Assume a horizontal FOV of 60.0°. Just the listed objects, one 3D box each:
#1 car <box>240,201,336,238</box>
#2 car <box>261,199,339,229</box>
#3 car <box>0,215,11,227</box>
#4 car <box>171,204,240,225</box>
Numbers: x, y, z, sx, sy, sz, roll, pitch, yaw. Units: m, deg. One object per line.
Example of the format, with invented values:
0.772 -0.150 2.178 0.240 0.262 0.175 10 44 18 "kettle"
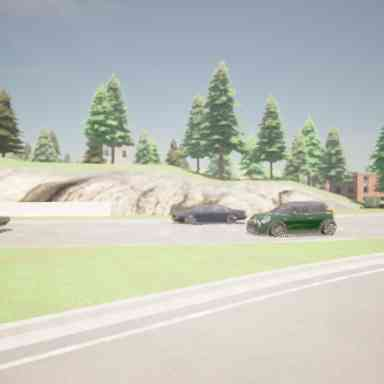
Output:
5.236 1.377 17.684 4.553 1.767 2.097 0 0 -16 "car"
7.081 1.383 21.895 4.553 1.767 2.097 0 0 -20 "car"
-12.899 1.601 18.441 4.718 1.301 1.895 0 0 -7 "car"
1.268 1.573 23.768 5.357 1.411 2.033 0 0 -13 "car"
